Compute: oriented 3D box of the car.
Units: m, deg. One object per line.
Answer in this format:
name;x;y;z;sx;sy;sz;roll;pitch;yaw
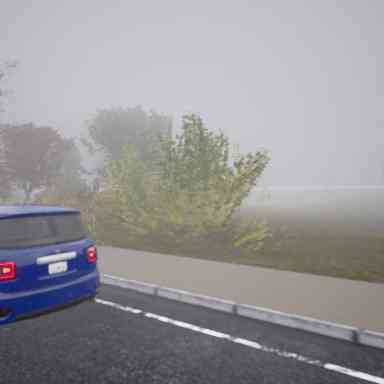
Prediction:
car;-4.232;1.254;6.669;5.566;2.045;2.150;0;0;36
